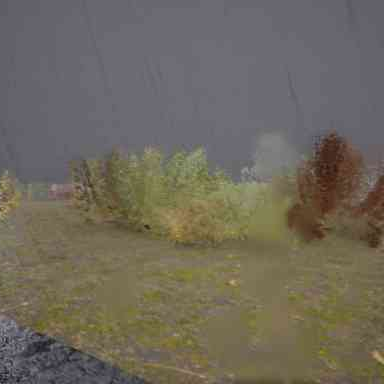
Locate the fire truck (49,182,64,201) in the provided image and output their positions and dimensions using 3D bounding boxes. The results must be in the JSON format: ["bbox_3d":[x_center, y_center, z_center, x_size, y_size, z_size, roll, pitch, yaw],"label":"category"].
[{"bbox_3d":[-26.566,-0.131,72.275,2.891,3.827,8.468,0,0,35],"label":"fire truck"}]
